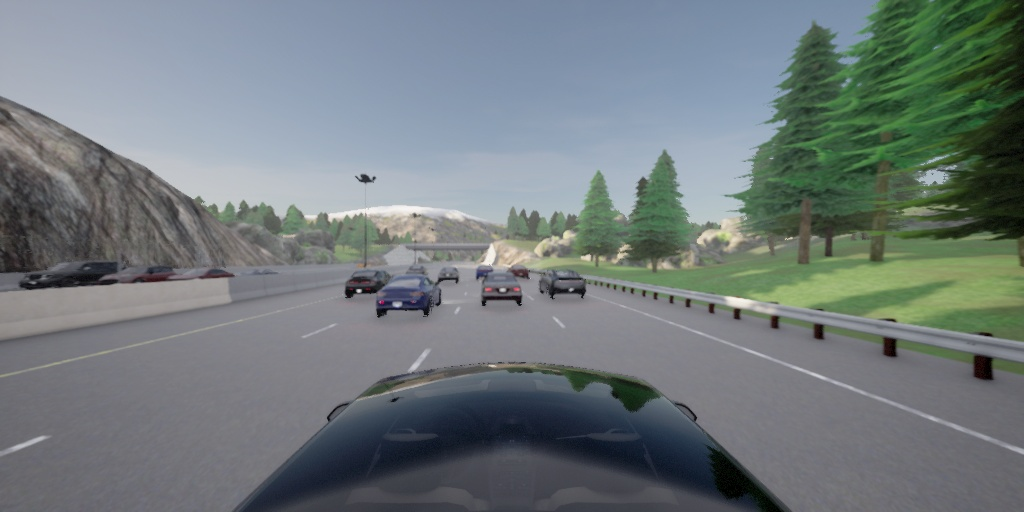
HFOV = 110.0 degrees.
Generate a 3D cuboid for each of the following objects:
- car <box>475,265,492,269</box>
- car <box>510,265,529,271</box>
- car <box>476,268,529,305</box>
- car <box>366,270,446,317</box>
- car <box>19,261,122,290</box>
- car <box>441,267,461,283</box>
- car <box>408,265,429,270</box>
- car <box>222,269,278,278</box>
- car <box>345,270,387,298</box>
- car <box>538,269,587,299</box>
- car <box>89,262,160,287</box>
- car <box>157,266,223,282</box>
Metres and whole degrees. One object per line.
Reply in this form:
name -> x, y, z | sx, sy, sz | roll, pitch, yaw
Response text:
car -> -2.934, 1.708, 38.813 | 1.882, 1.535, 5.008 | 0, 0, -7
car -> 0.603, 1.698, 38.706 | 1.882, 1.535, 5.008 | 0, 0, -7
car -> -0.585, 1.498, 17.362 | 2.033, 1.411, 5.357 | 0, -1, -5
car -> -3.902, 1.442, 14.026 | 1.812, 1.442, 4.674 | 0, -1, -4
car -> -29.644, 1.336, 24.710 | 2.150, 2.045, 5.566 | 0, -1, -7
car -> -5.766, 1.711, 33.064 | 2.033, 1.411, 5.357 | 0, -1, -7
car -> -9.815, 1.721, 37.395 | 2.128, 1.511, 4.902 | 0, -1, -7
car -> -19.375, 1.685, 27.320 | 1.994, 1.385, 4.181 | 0, -1, -7
car -> -7.917, 1.514, 20.460 | 1.837, 1.490, 4.892 | 0, 0, -5
car -> 2.670, 1.467, 19.841 | 2.128, 1.511, 4.902 | 0, -1, -5
car -> -26.198, 1.464, 25.383 | 2.097, 1.767, 4.553 | 0, -1, -7
car -> -22.796, 1.595, 26.433 | 1.882, 1.535, 5.008 | 0, -1, -7
